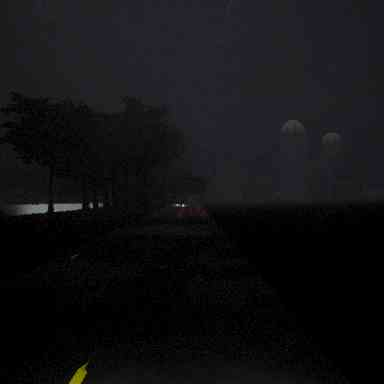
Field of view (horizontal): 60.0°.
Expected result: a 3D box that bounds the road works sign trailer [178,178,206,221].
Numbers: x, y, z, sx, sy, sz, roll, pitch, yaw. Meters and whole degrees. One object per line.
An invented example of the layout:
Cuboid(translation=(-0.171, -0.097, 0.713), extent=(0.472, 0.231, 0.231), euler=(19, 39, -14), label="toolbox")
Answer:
Cuboid(translation=(0.000, 0.595, 28.322), extent=(2.380, 3.560, 2.880), euler=(0, 0, 0), label="road works sign trailer")

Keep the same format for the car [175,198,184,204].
Cuboid(translation=(-2.750, 2.159, 76.715), extent=(1.994, 1.385, 4.181), euler=(0, -1, 0), label="car")
